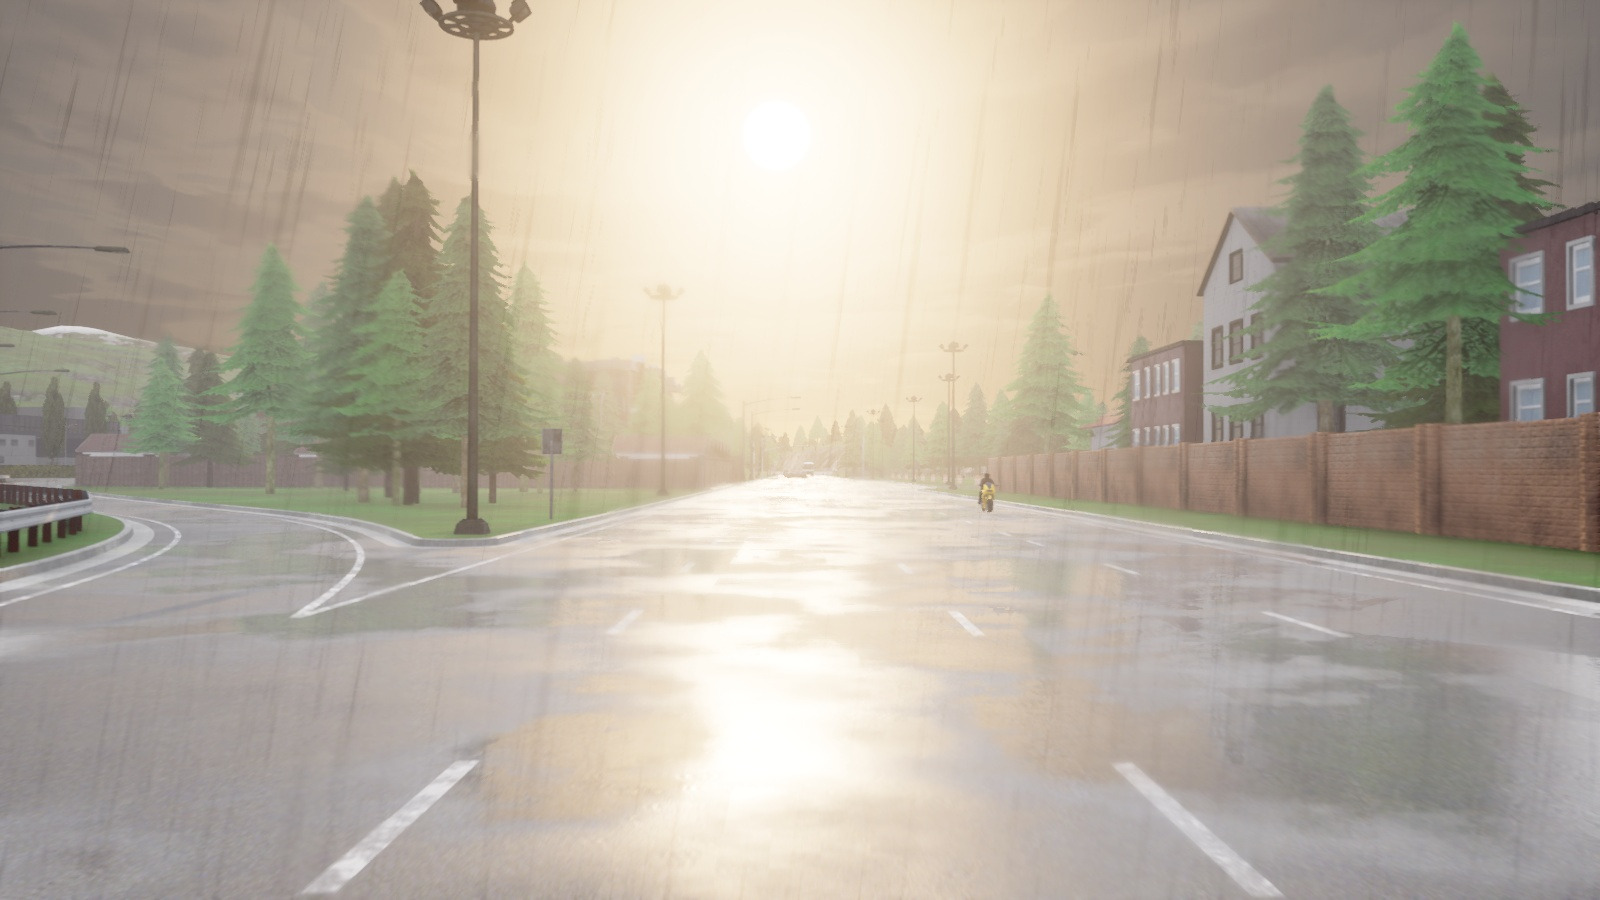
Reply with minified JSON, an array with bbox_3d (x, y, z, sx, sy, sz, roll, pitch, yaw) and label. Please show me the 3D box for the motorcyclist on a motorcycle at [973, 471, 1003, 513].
[{"bbox_3d":[7.050,1.557,47.134,0.797,1.523,2.044,0,-1,0],"label":"motorcyclist on a motorcycle"}]
